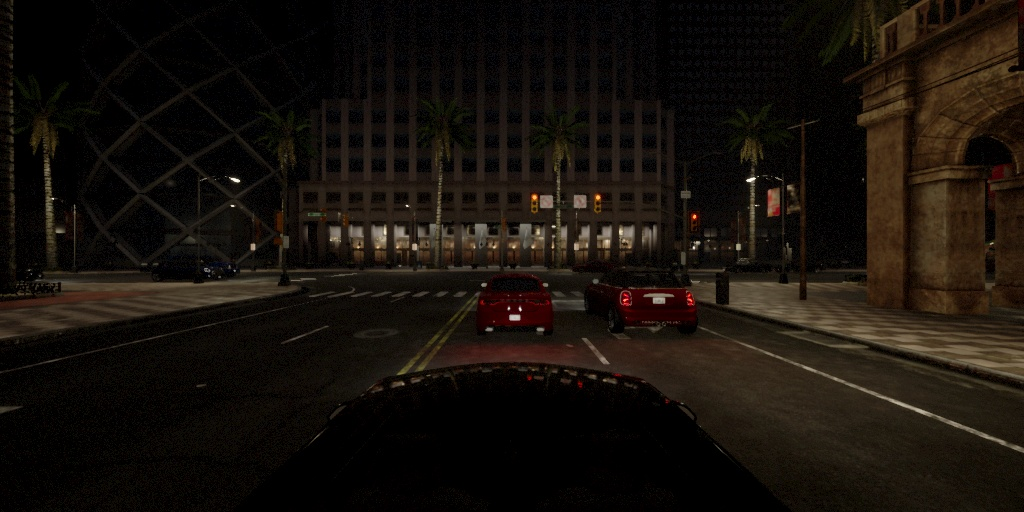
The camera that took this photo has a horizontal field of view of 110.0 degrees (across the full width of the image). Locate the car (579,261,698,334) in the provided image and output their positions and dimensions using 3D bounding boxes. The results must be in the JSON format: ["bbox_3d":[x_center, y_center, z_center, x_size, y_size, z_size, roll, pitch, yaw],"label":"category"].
[{"bbox_3d":[3.582,1.102,10.835,2.097,1.767,4.553,0,0,0],"label":"car"}]

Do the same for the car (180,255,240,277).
[{"bbox_3d":[-27.667,0.971,32.048,5.566,2.045,2.150,0,0,-3],"label":"car"}]

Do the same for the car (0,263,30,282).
[{"bbox_3d":[-42.200,1.296,27.792,5.357,1.411,2.033,0,0,-30],"label":"car"}]

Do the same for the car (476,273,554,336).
[{"bbox_3d":[0.081,1.228,10.494,1.882,1.535,5.008,0,0,0],"label":"car"}]

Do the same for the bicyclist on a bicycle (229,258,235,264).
[{"bbox_3d":[-35.747,1.050,45.753,0.582,1.620,1.656,0,0,-12],"label":"bicyclist on a bicycle"}]

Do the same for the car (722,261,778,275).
[{"bbox_3d":[25.755,1.241,39.410,4.902,1.511,2.128,0,0,0],"label":"car"}]

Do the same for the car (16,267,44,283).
[{"bbox_3d":[-37.782,1.254,25.990,4.892,1.490,1.837,0,0,-26],"label":"car"}]

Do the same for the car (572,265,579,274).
[{"bbox_3d":[8.957,1.275,39.463,4.674,1.442,1.812,0,0,0],"label":"car"}]

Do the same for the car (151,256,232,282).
[{"bbox_3d":[-25.627,1.102,28.553,4.553,1.767,2.097,0,0,-3],"label":"car"}]
